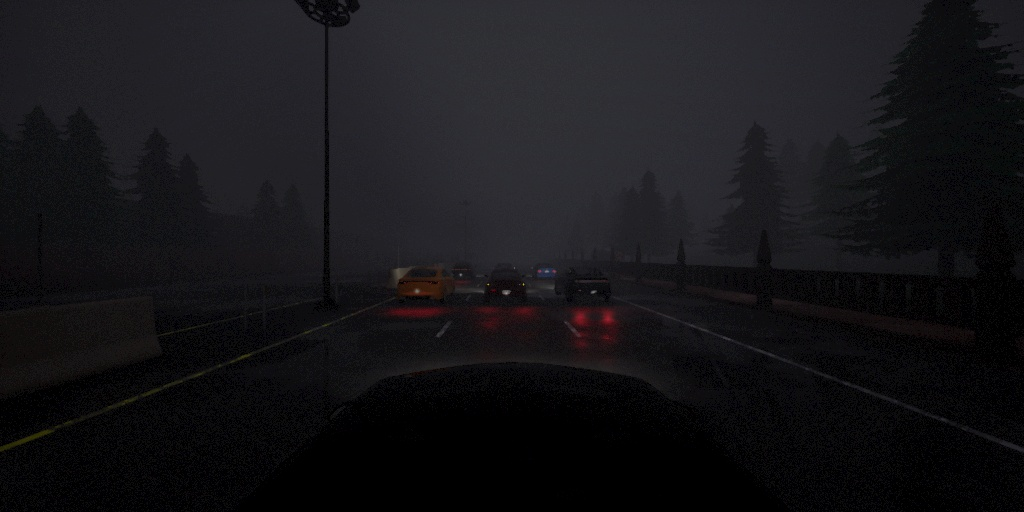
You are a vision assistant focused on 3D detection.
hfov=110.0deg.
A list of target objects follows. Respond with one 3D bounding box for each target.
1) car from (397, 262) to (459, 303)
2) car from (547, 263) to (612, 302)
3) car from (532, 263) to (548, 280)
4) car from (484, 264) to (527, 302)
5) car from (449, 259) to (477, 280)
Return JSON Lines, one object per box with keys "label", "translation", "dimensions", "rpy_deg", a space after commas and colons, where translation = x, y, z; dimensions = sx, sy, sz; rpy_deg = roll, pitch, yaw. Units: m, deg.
{"label": "car", "translation": [-3.813, 1.232, 16.558], "dimensions": [1.882, 1.535, 5.008], "rpy_deg": [0, 0, -2]}
{"label": "car", "translation": [3.182, 1.242, 16.807], "dimensions": [2.128, 1.511, 4.902], "rpy_deg": [0, 0, -2]}
{"label": "car", "translation": [2.791, 1.311, 31.694], "dimensions": [2.033, 1.411, 5.357], "rpy_deg": [0, 0, -1]}
{"label": "car", "translation": [-0.316, 1.280, 16.683], "dimensions": [1.812, 1.442, 4.674], "rpy_deg": [0, 0, -2]}
{"label": "car", "translation": [-4.207, 1.264, 31.531], "dimensions": [1.837, 1.490, 4.892], "rpy_deg": [0, 0, -1]}
